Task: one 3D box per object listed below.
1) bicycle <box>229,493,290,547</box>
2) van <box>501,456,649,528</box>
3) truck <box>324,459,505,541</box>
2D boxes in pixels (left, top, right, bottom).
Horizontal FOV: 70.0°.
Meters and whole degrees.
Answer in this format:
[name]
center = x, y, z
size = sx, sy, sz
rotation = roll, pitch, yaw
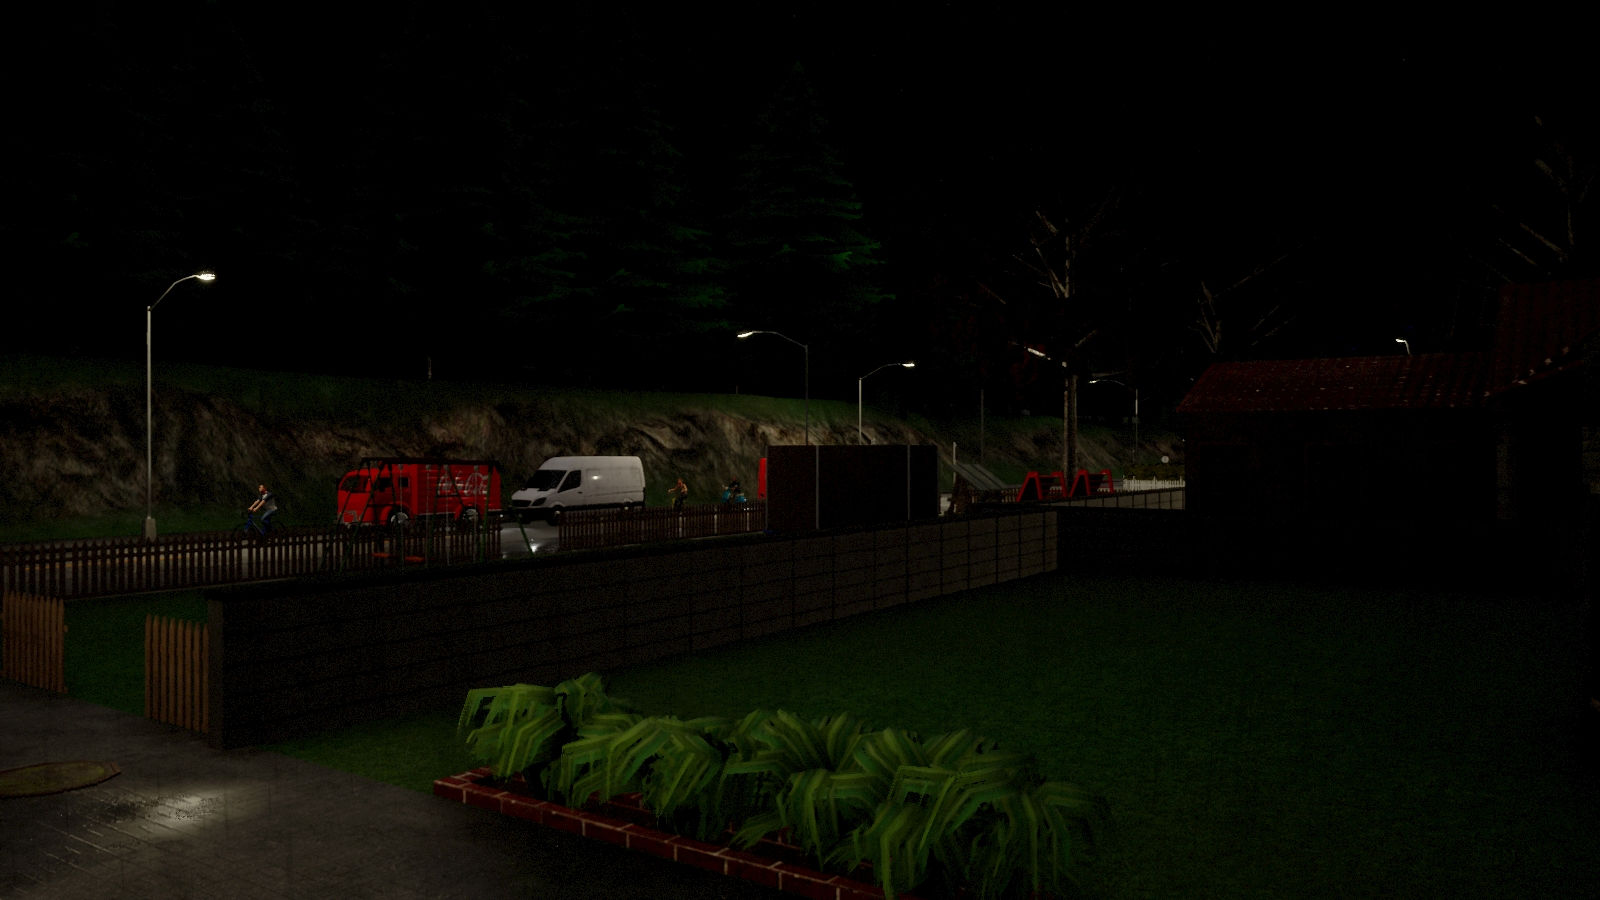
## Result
[bicycle]
center = -15.972, 2.060, 33.795
size = 0.373, 1.496, 1.643
rotation = 0, 0, 35
[van]
center = -8.612, 1.539, 44.285
size = 1.988, 2.561, 5.915
rotation = 0, 0, 35
[truck]
center = -12.810, 1.572, 38.307
size = 2.627, 2.467, 5.204
rotation = 0, 0, 35
